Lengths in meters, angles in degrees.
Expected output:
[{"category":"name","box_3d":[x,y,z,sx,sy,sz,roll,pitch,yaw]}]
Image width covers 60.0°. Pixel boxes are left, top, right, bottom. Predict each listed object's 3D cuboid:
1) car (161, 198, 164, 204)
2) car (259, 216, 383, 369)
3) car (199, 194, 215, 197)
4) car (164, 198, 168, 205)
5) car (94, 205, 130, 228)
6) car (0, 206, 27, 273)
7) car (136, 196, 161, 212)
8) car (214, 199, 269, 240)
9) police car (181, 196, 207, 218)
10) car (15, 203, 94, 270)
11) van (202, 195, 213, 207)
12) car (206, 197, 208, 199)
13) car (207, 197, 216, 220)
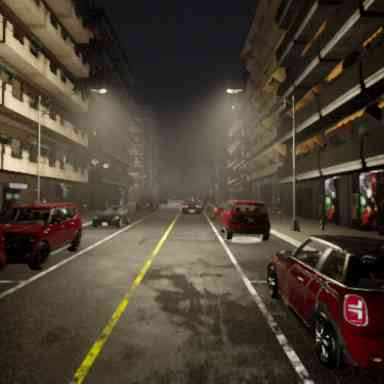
[{"category":"car","box_3d":[-5.296,1.604,44.498,1.887,1.381,4.507,1,0,0]},{"category":"car","box_3d":[2.594,1.443,5.723,1.967,1.590,4.097,1,0,0]},{"category":"car","box_3d":[2.556,1.391,49.974,2.192,1.841,5.009,1,0,0]},{"category":"car","box_3d":[-5.297,1.695,61.091,1.802,1.307,4.206,1,0,0]},{"category":"car","box_3d":[-5.297,1.581,22.377,1.947,1.339,4.313,1,0,0]},{"category":"car","box_3d":[-5.291,1.318,5.784,2.192,1.841,5.009,1,0,0]},{"category":"car","box_3d":[-5.290,1.361,38.967,2.192,1.841,5.009,1,0,0]},{"category":"car","box_3d":[2.555,1.325,16.785,2.192,1.841,5.009,1,0,0]},{"category":"police car","box_3d":[0.002,1.420,30.230,2.038,1.542,4.974,0,0,0]},{"category":"car","box_3d":[-5.291,1.320,11.314,2.192,1.841,5.009,1,0,0]},{"category":"van","box_3d":[2.555,1.435,55.506,1.690,1.788,3.998,1,0,0]},{"category":"car","box_3d":[2.550,1.628,38.911,1.802,1.307,4.206,1,0,0]},{"category":"car","box_3d":[2.552,1.464,27.849,1.967,1.590,4.097,1,0,0]}]
